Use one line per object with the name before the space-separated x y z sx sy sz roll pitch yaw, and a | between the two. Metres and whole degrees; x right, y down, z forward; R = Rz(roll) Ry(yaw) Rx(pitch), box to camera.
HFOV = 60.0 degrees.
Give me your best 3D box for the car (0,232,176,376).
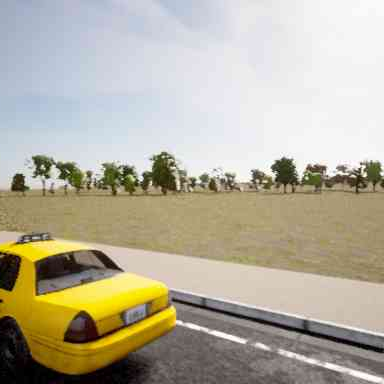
car | -2.764 1.454 5.535 5.366 1.575 1.801 0 0 36
